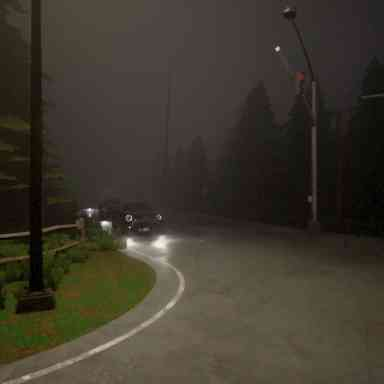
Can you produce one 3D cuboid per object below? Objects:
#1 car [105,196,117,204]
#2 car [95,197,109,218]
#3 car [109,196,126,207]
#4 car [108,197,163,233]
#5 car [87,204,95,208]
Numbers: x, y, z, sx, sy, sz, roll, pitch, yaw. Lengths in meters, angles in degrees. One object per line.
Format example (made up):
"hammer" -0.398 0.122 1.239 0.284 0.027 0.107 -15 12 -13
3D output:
"car" -15.012 1.514 61.522 1.994 1.385 4.181 0 0 -18
"car" -6.603 1.321 27.721 2.097 1.767 4.553 0 0 -20
"car" -11.706 1.444 52.100 2.128 1.511 4.902 0 0 -19
"car" -3.184 1.320 18.900 2.097 1.767 4.553 0 0 -23
"car" -13.978 1.559 47.680 1.895 1.301 4.718 0 0 -20
